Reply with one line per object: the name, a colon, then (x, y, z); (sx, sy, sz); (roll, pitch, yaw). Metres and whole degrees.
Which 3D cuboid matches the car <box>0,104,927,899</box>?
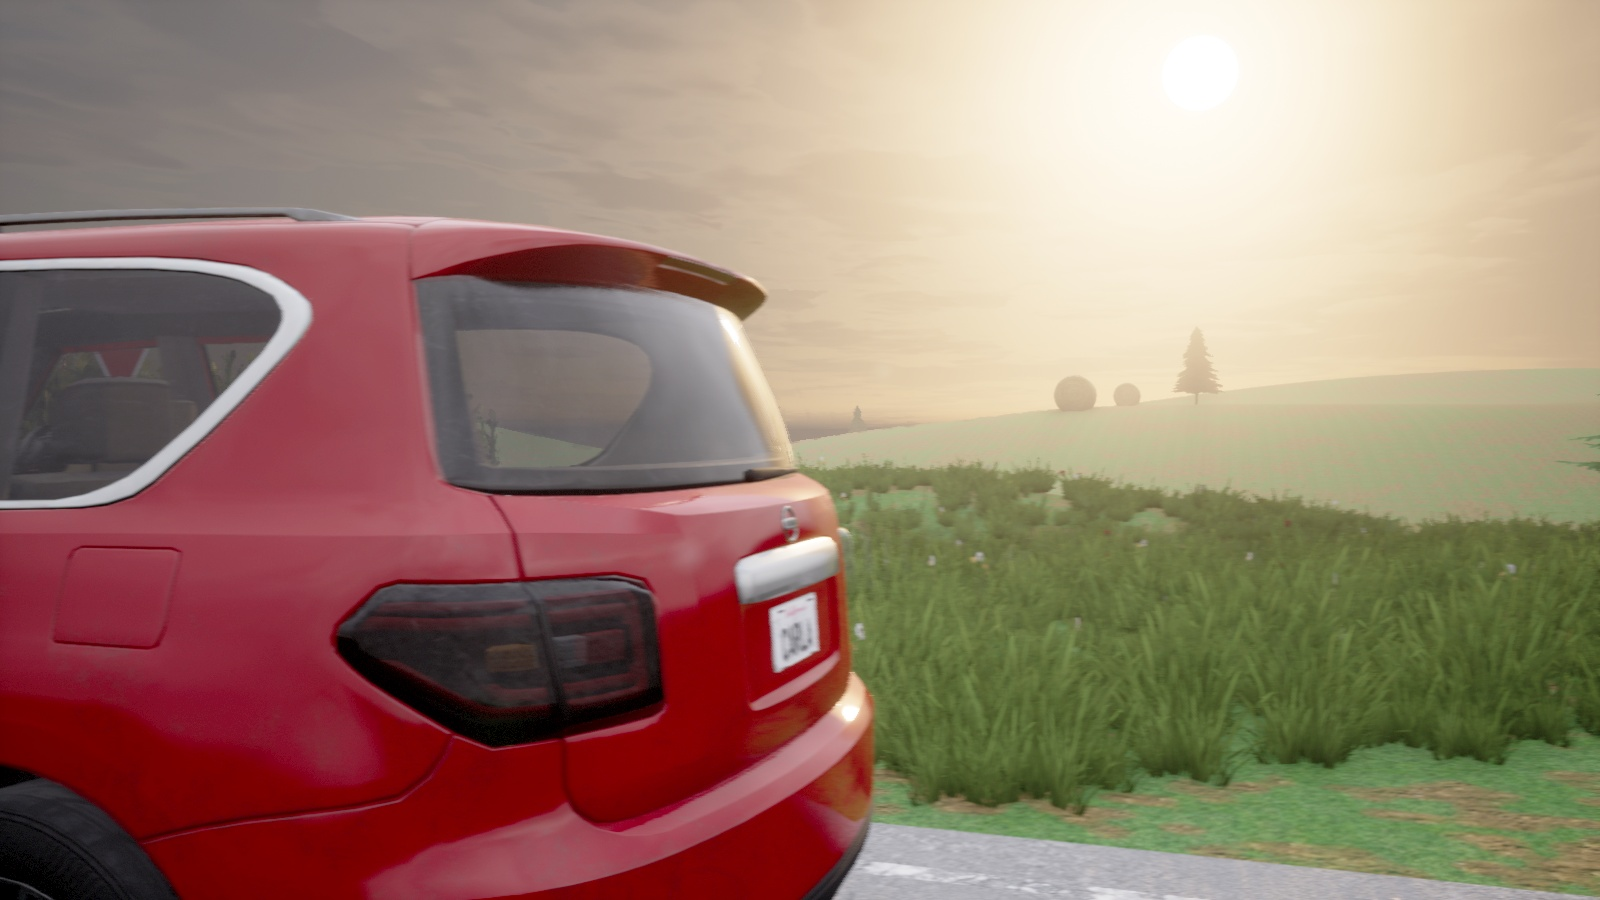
car: (-2.599, 0.463, 3.744); (5.566, 2.045, 2.150); (1, 1, 19)
